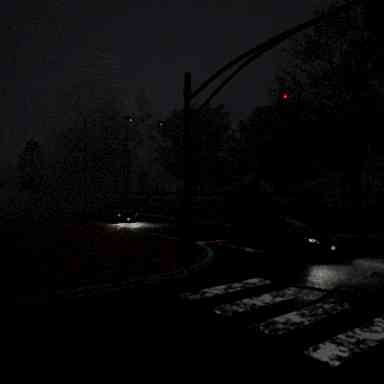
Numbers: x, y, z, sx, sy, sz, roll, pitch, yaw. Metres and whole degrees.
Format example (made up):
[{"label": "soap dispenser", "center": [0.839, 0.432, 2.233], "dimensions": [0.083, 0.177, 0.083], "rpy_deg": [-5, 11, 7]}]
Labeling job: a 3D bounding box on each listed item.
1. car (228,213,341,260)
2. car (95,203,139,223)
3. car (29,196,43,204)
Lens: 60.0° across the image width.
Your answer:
[{"label": "car", "center": [3.303, 1.549, 12.791], "dimensions": [1.812, 1.442, 4.674], "rpy_deg": [0, 0, -34]}, {"label": "car", "center": [-6.166, 1.612, 26.667], "dimensions": [2.033, 1.411, 5.357], "rpy_deg": [0, 0, -34]}, {"label": "car", "center": [-26.608, 1.483, 56.618], "dimensions": [1.837, 1.490, 4.892], "rpy_deg": [0, 0, -34]}]
